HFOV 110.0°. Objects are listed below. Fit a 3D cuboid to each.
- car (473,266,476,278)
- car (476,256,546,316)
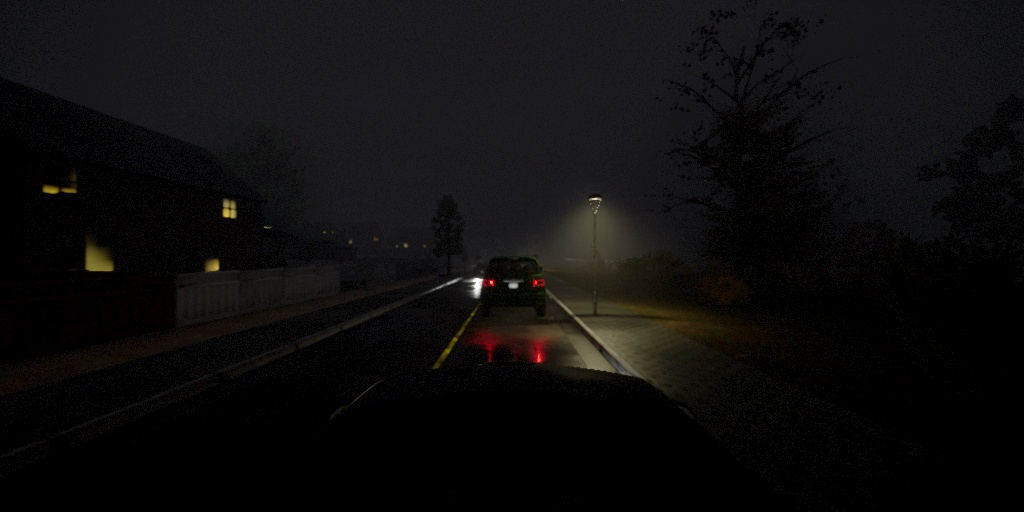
[{"bbox_3d":[-2.812,1.361,36.360,2.128,1.511,4.902,0,0,0],"label":"car"},{"bbox_3d":[0.065,1.014,13.747,2.150,2.045,5.566,0,0,0],"label":"car"}]
